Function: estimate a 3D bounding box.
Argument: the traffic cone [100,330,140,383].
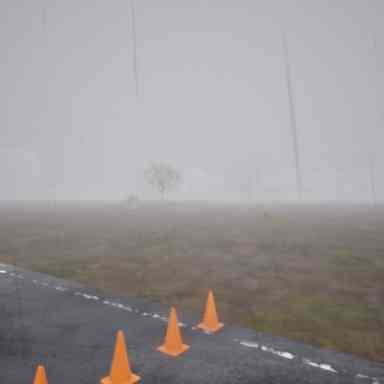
[{"bbox_3d":[-0.858,1.954,3.968,0.340,0.580,0.340,0,0,36],"label":"traffic cone"}]

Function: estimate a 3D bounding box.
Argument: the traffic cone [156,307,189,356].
[{"bbox_3d":[-0.275,1.957,4.781,0.340,0.580,0.340,0,0,36],"label":"traffic cone"}]

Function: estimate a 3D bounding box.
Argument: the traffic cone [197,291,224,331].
[{"bbox_3d":[0.307,1.960,5.594,0.340,0.580,0.340,0,0,36],"label":"traffic cone"}]

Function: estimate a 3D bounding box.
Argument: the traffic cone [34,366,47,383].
[{"bbox_3d":[-1.440,1.951,3.155,0.340,0.580,0.340,0,0,36],"label":"traffic cone"}]
